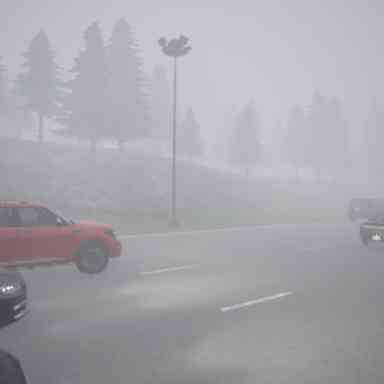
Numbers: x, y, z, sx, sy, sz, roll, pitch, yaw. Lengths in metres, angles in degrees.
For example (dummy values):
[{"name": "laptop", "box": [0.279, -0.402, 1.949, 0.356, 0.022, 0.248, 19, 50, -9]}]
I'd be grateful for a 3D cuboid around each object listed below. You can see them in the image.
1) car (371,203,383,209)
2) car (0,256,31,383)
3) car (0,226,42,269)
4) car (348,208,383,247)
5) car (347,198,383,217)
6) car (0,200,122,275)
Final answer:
[{"name": "car", "box": [14.659, 1.722, 22.805, 5.008, 1.535, 1.882, 1, 0, -36]}, {"name": "car", "box": [-3.330, 1.474, 1.371, 4.902, 1.511, 2.128, 0, 0, -36]}, {"name": "car", "box": [-4.946, 1.477, 4.518, 4.902, 1.511, 2.128, 1, 0, -36]}, {"name": "car", "box": [9.347, 1.649, 14.716, 4.902, 1.511, 2.128, 1, 0, -36]}, {"name": "car", "box": [15.068, 1.498, 27.461, 5.566, 2.045, 2.150, 0, 0, -35]}, {"name": "car", "box": [-4.735, 1.236, 8.968, 5.566, 2.045, 2.150, 0, 0, -36]}]
